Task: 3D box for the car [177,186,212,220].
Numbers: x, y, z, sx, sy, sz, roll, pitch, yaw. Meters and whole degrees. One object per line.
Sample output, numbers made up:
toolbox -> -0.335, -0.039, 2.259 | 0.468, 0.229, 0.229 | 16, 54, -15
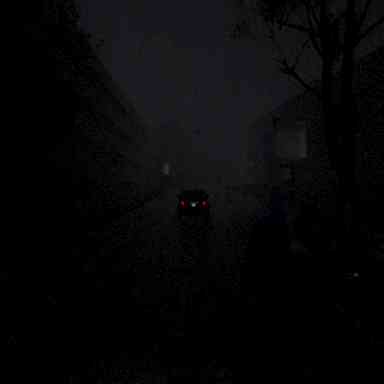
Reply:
car -> 0.102, 0.822, 24.041 | 2.150, 2.045, 5.566 | 0, 2, 0
